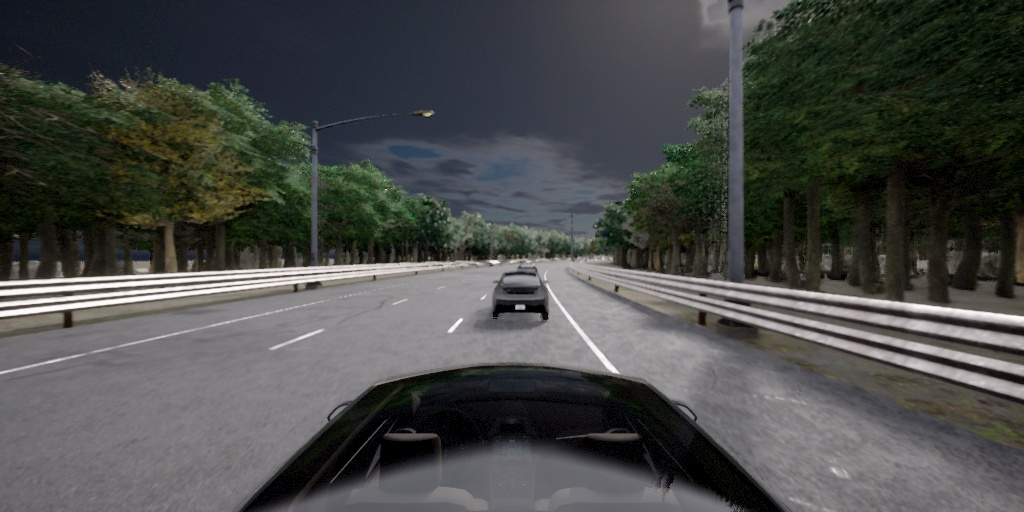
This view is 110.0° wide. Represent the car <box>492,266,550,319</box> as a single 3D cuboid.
[{"bbox_3d":[0.318,1.295,13.110,1.837,1.490,4.892,0,0,2],"label":"car"}]

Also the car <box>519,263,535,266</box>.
[{"bbox_3d":[1.435,1.363,33.179,2.128,1.511,4.902,0,0,5],"label":"car"}]
